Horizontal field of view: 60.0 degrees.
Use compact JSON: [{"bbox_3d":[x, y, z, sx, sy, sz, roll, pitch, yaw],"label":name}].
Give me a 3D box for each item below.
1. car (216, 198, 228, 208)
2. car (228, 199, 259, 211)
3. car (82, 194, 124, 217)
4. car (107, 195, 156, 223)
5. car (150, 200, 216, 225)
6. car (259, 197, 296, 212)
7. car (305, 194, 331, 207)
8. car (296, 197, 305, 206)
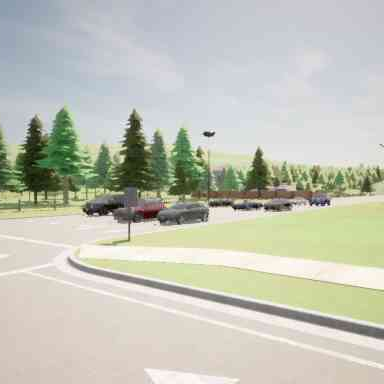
[{"bbox_3d":[4.422,1.601,48.823,1.895,1.301,4.718,0,0,36],"label":"car"},{"bbox_3d":[6.630,1.601,40.010,1.895,1.301,4.718,0,0,36],"label":"car"},{"bbox_3d":[-7.799,1.220,32.159,2.150,2.045,5.566,0,0,36],"label":"car"},{"bbox_3d":[-3.881,1.352,25.676,2.097,1.767,4.553,0,0,36],"label":"car"},{"bbox_3d":[-0.543,1.505,24.310,1.837,1.490,4.892,0,0,36],"label":"car"},{"bbox_3d":[10.091,1.477,38.807,1.882,1.535,5.008,0,0,36],"label":"car"},{"bbox_3d":[20.224,1.311,52.470,2.150,2.045,5.566,0,0,36],"label":"car"},{"bbox_3d":[17.419,1.571,54.564,1.812,1.442,4.674,0,0,36],"label":"car"}]
